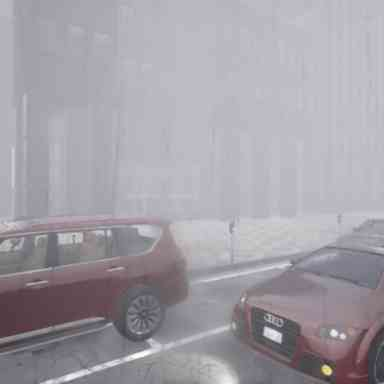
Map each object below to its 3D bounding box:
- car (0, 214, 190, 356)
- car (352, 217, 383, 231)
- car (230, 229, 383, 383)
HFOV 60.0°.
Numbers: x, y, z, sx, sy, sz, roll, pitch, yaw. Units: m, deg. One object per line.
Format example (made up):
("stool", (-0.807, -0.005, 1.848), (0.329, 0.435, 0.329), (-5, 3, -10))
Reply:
("car", (-2.359, 1.314, 4.962), (5.009, 1.841, 2.192), (0, 0, -35))
("car", (6.789, 1.560, 11.457), (4.313, 1.339, 1.947), (0, 0, -35))
("car", (2.612, 1.561, 5.229), (4.181, 1.385, 1.994), (0, 0, -35))
